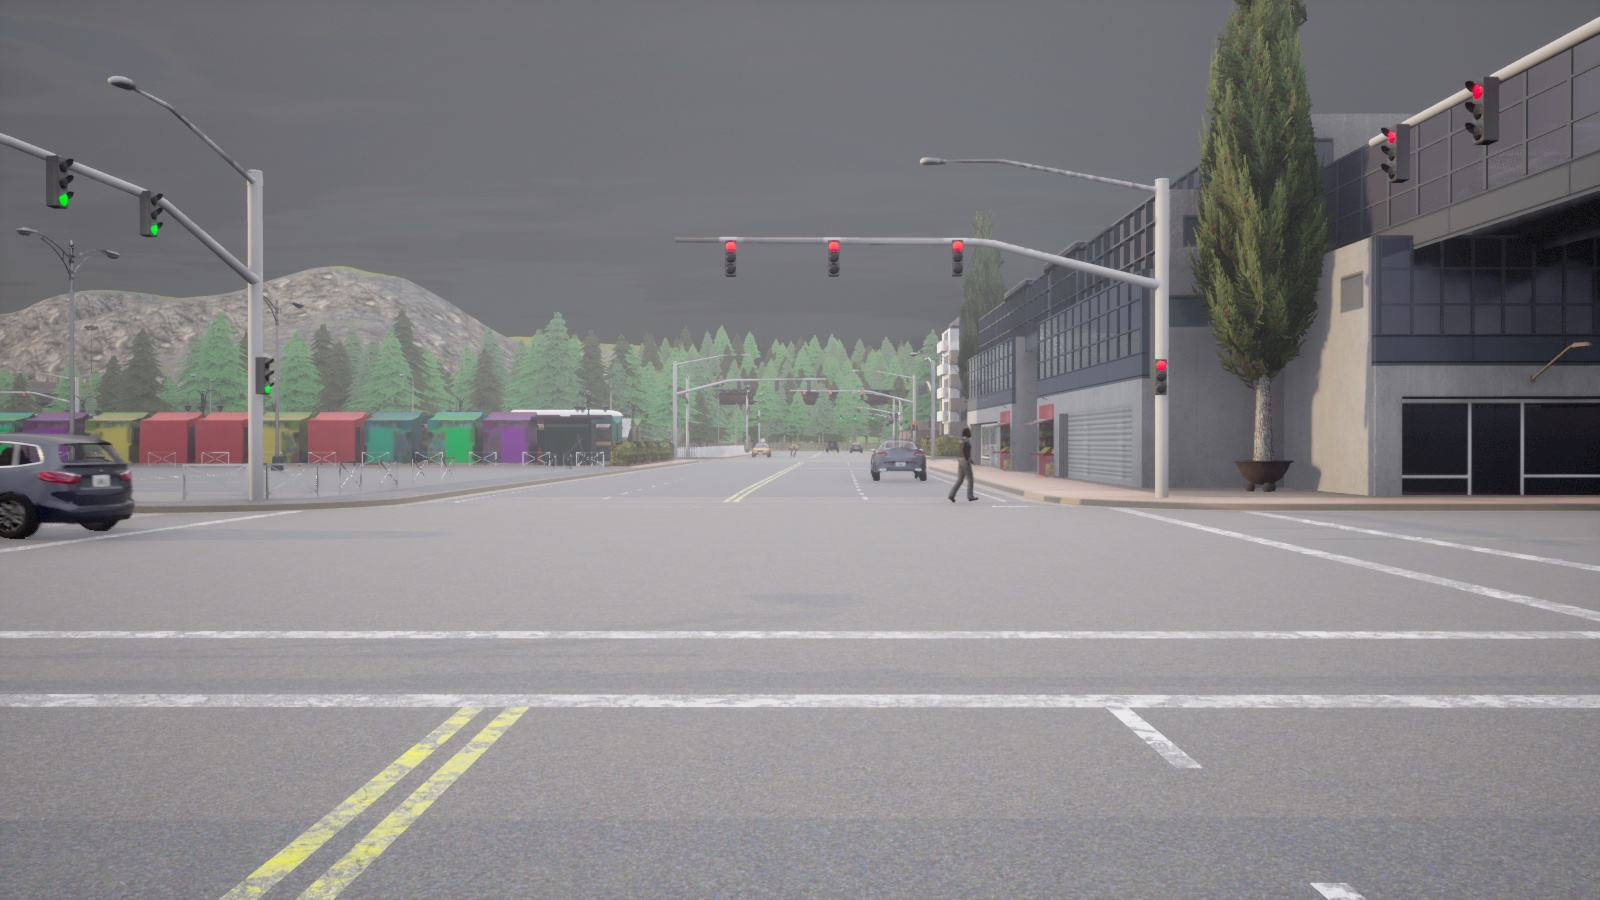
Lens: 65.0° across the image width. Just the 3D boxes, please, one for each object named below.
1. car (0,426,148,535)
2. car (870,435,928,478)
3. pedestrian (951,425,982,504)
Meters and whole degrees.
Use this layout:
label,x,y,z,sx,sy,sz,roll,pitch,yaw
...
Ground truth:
label,x,y,z,sx,sy,sz,roll,pitch,yaw
car,-13.561,0.464,20.599,4.611,1.667,2.242,0,0,7
car,3.971,0.239,51.169,2.152,1.651,5.027,0,0,2
pedestrian,4.094,0.354,30.939,0.666,1.930,0.402,0,0,-7
